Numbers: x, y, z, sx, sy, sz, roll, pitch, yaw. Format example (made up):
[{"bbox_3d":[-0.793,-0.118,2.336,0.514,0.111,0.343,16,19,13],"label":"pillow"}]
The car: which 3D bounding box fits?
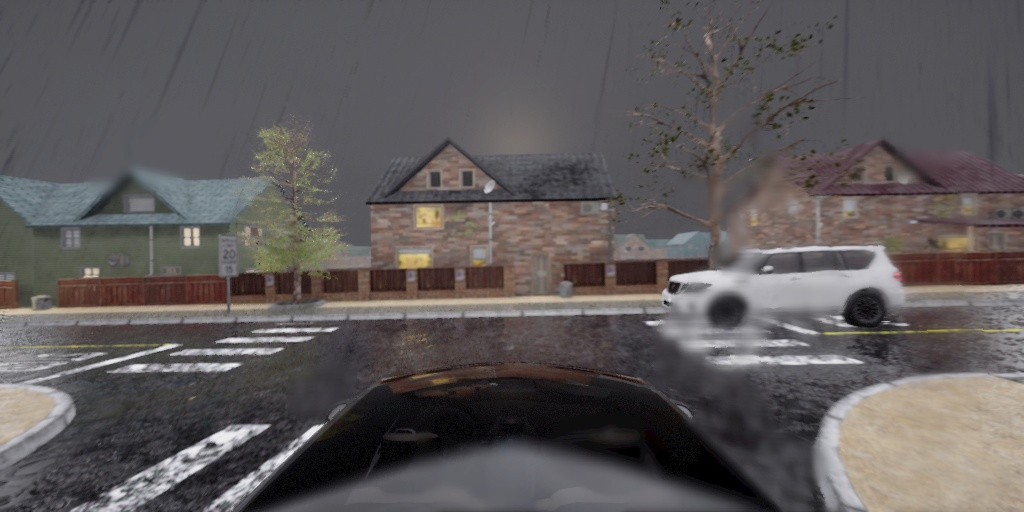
[{"bbox_3d":[7.124,0.771,9.804,5.566,2.045,2.150,-2,0,3],"label":"car"}]
